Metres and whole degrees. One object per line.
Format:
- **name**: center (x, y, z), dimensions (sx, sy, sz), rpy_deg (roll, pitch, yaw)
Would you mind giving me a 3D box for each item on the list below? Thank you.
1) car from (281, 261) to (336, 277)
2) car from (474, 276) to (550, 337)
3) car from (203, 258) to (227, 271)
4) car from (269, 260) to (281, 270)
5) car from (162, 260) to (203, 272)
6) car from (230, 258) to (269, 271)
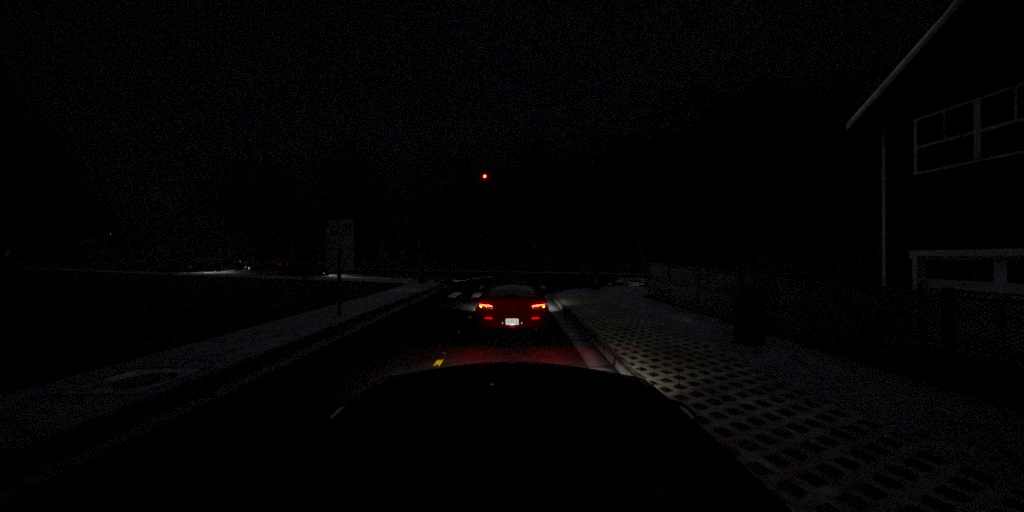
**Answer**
- **car**: center (-20.157, 1.352, 35.540), dimensions (4.718, 1.301, 1.895), rpy_deg (0, 0, 23)
- **car**: center (0.006, 1.276, 10.166), dimensions (1.812, 1.442, 4.674), rpy_deg (0, 0, 0)
- **car**: center (-41.256, 1.256, 48.282), dimensions (5.008, 1.535, 1.882), rpy_deg (0, 0, 24)
- **car**: center (-34.845, 1.325, 52.655), dimensions (4.674, 1.442, 1.812), rpy_deg (0, 0, 24)
- **car**: center (-41.611, 1.260, 44.886), dimensions (4.902, 1.511, 2.128), rpy_deg (0, 0, 24)
- **car**: center (-36.423, 1.353, 49.801), dimensions (4.181, 1.385, 1.994), rpy_deg (0, 0, 24)
